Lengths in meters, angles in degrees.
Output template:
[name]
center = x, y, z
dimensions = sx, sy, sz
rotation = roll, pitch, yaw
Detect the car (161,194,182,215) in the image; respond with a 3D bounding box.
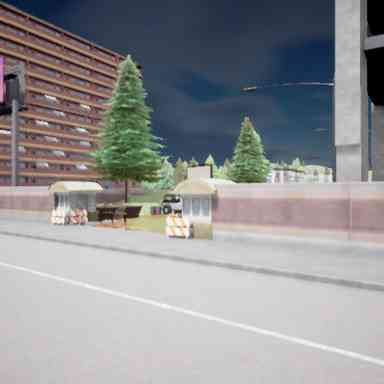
[car]
center = -0.888, 1.109, 29.176
dimensions = 3.866, 1.878, 1.905
rotation = 0, 0, 35
